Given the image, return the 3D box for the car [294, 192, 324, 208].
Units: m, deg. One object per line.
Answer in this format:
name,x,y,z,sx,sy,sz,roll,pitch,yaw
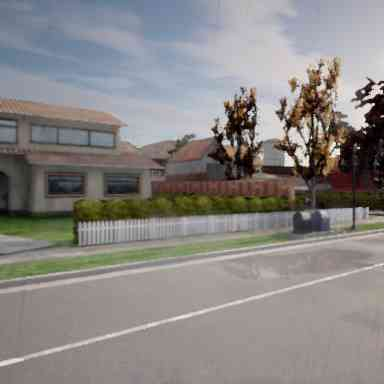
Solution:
car,13.435,0.983,39.201,1.905,1.878,3.866,0,0,-35
